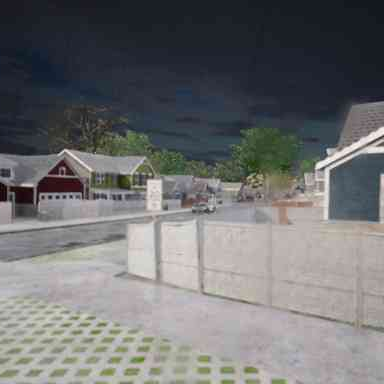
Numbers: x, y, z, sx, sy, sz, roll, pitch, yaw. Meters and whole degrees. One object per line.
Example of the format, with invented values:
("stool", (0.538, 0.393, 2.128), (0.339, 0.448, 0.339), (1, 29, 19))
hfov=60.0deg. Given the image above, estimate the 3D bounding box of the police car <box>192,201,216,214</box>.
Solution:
("police car", (1.486, 1.892, 41.697), (2.038, 1.542, 4.974), (1, 0, 19))
